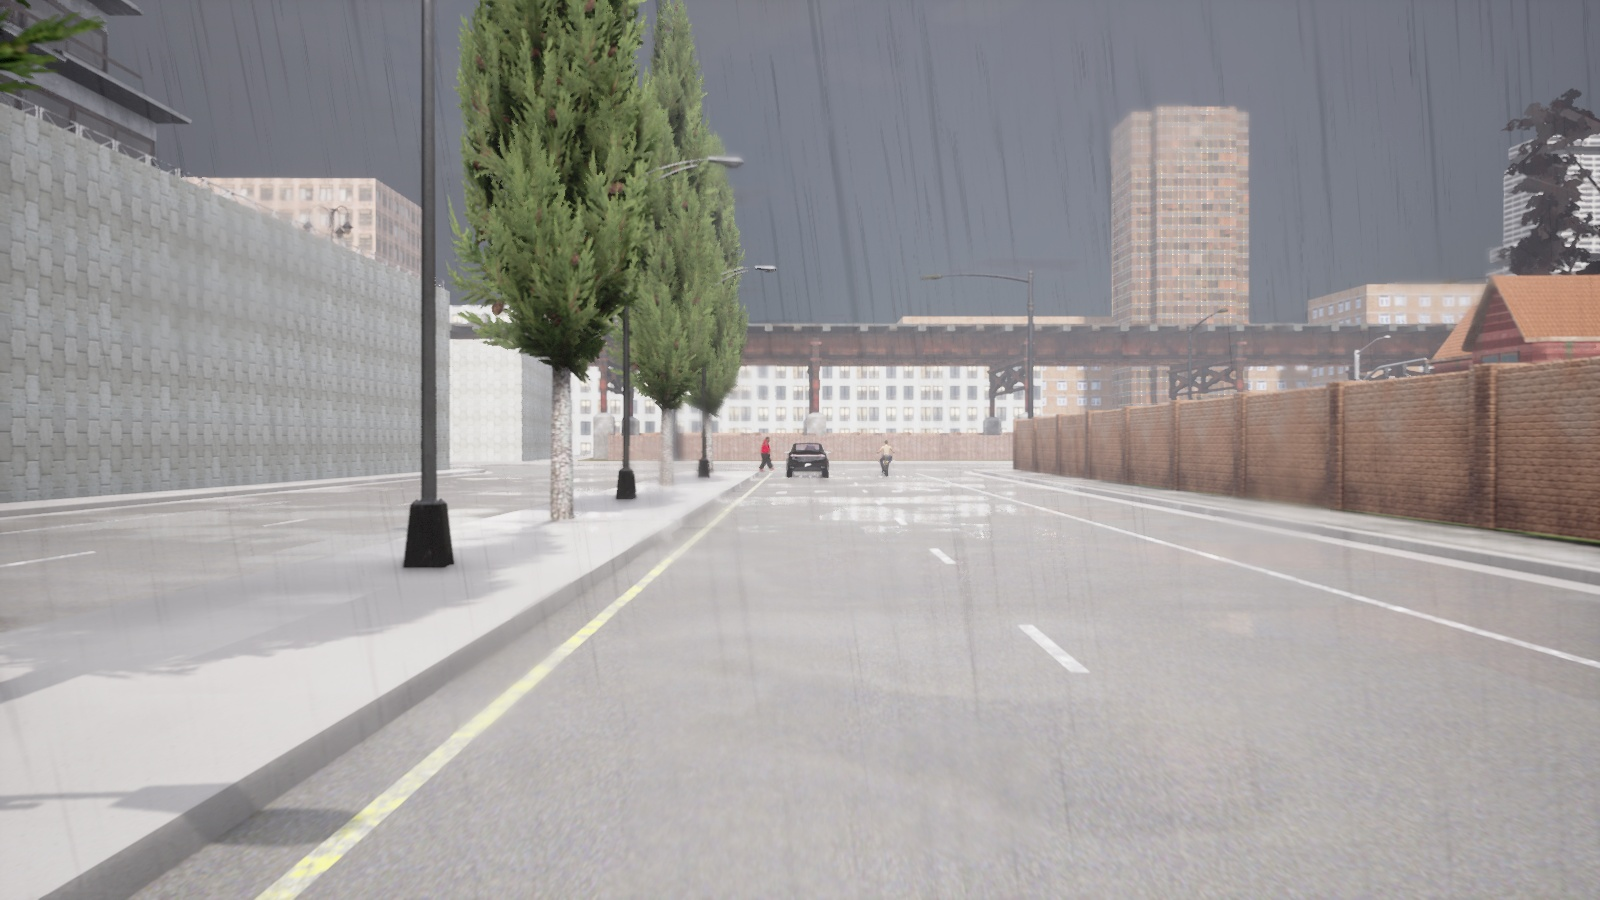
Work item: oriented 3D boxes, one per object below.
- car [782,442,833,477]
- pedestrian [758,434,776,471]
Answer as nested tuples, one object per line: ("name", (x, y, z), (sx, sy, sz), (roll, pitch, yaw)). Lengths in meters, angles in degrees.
("car", (0.332, 0.389, 55.630), (2.128, 1.511, 4.902), (0, 0, 0))
("pedestrian", (-1.675, 0.144, 63.205), (0.899, 1.844, 0.634), (0, 0, -2))
